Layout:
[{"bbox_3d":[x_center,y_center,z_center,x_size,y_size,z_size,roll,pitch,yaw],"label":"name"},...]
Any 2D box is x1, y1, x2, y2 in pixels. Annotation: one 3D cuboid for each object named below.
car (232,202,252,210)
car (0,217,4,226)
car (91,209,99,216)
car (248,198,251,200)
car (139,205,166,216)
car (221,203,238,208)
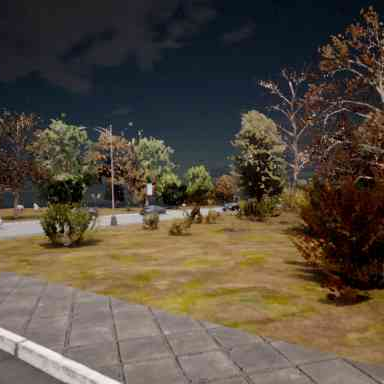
[{"bbox_3d":[9.446,2.592,62.475,1.895,1.301,4.718,-3,-2,33],"label":"car"},{"bbox_3d":[-17.664,2.427,26.603,1.812,1.442,4.674,-3,-2,34],"label":"car"},{"bbox_3d":[-12.102,2.425,35.118,1.837,1.490,4.892,-3,-2,32],"label":"car"},{"bbox_3d":[11.653,2.038,59.472,2.150,2.045,5.566,-3,-2,32],"label":"car"},{"bbox_3d":[-5.397,2.544,45.776,1.994,1.385,4.181,-3,-2,32],"label":"car"},{"bbox_3d":[6.332,2.325,50.998,1.895,1.301,4.718,-3,-2,32],"label":"car"}]
